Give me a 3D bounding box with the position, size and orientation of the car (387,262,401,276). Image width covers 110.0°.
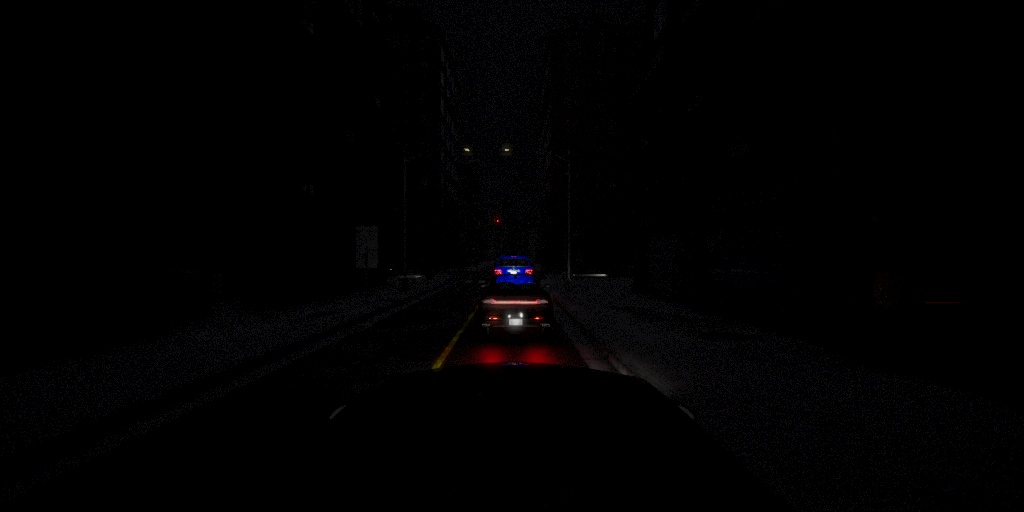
[{"bbox_3d":[-13.587,1.273,34.830,4.674,1.442,1.812,0,0,-1],"label":"car"}]

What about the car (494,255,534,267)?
[{"bbox_3d":[0.107,0.971,20.630,2.150,2.045,5.566,0,0,1],"label":"car"}]

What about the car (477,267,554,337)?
[{"bbox_3d":[0.100,1.241,10.318,2.128,1.511,4.902,0,0,0],"label":"car"}]

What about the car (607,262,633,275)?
[{"bbox_3d":[12.166,1.315,37.648,4.181,1.385,1.994,0,0,0],"label":"car"}]
